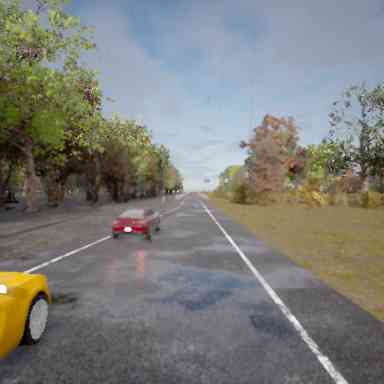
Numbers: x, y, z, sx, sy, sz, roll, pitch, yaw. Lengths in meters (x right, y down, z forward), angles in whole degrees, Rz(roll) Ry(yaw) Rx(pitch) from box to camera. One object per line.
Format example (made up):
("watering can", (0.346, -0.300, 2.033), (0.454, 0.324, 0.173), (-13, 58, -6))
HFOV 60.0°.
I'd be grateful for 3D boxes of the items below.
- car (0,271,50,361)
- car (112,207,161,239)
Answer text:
("car", (-3.210, 1.465, 3.298), (1.882, 1.535, 5.008), (0, 0, 1))
("car", (-2.745, 1.463, 16.968), (1.812, 1.442, 4.674), (0, 0, 2))
